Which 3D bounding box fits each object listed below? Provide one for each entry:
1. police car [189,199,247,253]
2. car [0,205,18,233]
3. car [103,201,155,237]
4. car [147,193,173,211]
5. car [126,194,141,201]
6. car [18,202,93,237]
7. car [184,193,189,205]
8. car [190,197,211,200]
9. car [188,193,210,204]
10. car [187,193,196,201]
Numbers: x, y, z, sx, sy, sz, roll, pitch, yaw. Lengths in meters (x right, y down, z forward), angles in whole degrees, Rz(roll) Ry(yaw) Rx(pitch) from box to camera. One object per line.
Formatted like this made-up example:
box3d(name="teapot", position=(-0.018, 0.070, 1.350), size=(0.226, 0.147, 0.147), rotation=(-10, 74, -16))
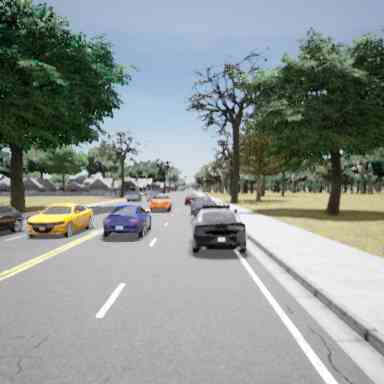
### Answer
box3d(name="police car", position=(0.953, 1.314, 13.335), size=(1.930, 1.638, 5.238), rotation=(0, 0, 0))
box3d(name="car", position=(-9.875, 1.372, 15.724), size=(1.837, 1.490, 4.892), rotation=(0, 0, 0))
box3d(name="car", position=(-3.176, 1.385, 16.813), size=(1.812, 1.442, 4.674), rotation=(0, 0, 0))
box3d(name="car", position=(-3.206, 1.072, 35.214), size=(2.097, 1.767, 4.553), rotation=(0, 1, 0))
box3d(name="car", position=(-9.903, 1.110, 57.189), size=(2.033, 1.411, 5.357), rotation=(0, 0, 0))
box3d(name="car", position=(-6.628, 1.334, 17.183), size=(1.882, 1.535, 5.008), rotation=(0, 0, 0))
box3d(name="car", position=(-0.073, 1.104, 48.252), size=(1.882, 1.535, 5.008), rotation=(0, 0, 0))
box3d(name="car", position=(0.938, 1.315, 23.226), size=(1.837, 1.490, 4.892), rotation=(0, 0, 0))
box3d(name="car", position=(0.928, 1.115, 29.195), size=(2.097, 1.767, 4.553), rotation=(0, 0, 0))
box3d(name="car", position=(-0.104, 0.975, 66.834), size=(1.882, 1.535, 5.008), rotation=(0, 0, 0))
